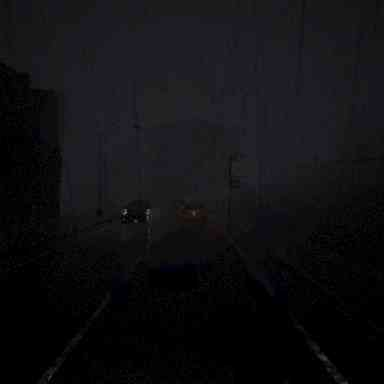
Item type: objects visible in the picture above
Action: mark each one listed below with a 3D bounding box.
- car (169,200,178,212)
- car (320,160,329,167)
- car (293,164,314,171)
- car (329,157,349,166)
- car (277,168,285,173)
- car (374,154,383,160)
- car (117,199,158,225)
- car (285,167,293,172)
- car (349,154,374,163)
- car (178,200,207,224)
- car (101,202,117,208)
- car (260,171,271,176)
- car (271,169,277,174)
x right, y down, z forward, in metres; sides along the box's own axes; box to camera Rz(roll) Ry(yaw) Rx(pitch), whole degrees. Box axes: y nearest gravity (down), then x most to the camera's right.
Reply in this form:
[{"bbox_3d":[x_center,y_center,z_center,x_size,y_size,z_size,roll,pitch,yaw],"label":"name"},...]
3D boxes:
[{"bbox_3d":[-1.585,1.668,41.343,2.033,1.411,5.357,0,-1,-12],"label":"car"},{"bbox_3d":[21.830,-4.261,52.582,2.231,1.521,4.892,0,1,-1],"label":"car"},{"bbox_3d":[21.612,-4.564,63.518,2.185,1.767,4.553,0,1,-1],"label":"car"},{"bbox_3d":[21.948,-4.160,47.065,2.231,1.521,4.892,0,1,-1],"label":"car"},{"bbox_3d":[21.390,-4.741,74.684,2.185,1.767,4.553,0,1,-1],"label":"car"},{"bbox_3d":[22.513,-3.916,35.986,2.097,1.535,5.008,0,1,-4],"label":"car"},{"bbox_3d":[-3.648,1.297,23.590,2.097,1.767,4.553,0,0,-1],"label":"car"},{"bbox_3d":[21.503,-4.485,69.012,2.002,1.452,4.674,0,1,-1],"label":"car"},{"bbox_3d":[22.171,-4.000,41.523,2.002,1.452,4.674,0,1,-2],"label":"car"},{"bbox_3d":[0.129,1.403,24.235,1.801,1.575,5.366,0,0,0],"label":"car"},{"bbox_3d":[-15.560,2.496,63.013,1.895,1.301,4.718,-1,-2,-35],"label":"car"},{"bbox_3d":[21.060,-4.853,91.219,2.231,1.521,4.892,0,1,-1],"label":"car"},{"bbox_3d":[21.280,-4.824,80.203,2.185,1.767,4.553,0,1,-1],"label":"car"}]
